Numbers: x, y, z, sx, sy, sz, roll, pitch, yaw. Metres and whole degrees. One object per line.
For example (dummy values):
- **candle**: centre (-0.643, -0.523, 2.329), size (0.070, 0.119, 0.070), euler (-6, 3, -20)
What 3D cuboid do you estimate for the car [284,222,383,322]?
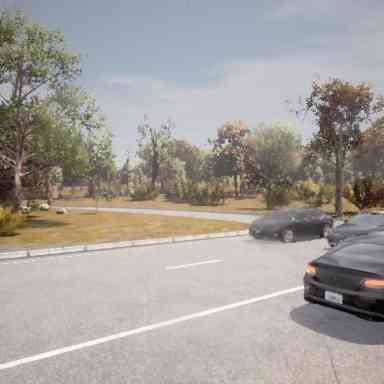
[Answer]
- **car**: centre (4.137, 1.526, 6.697), size (4.674, 1.442, 1.812), euler (0, 0, -36)

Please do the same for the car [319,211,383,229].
- **car**: centre (7.419, 1.526, 13.466), size (4.674, 1.442, 1.812), euler (0, 0, -35)

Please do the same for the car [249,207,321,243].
- **car**: centre (4.855, 1.505, 15.956), size (4.892, 1.490, 1.837), euler (0, 0, -35)
